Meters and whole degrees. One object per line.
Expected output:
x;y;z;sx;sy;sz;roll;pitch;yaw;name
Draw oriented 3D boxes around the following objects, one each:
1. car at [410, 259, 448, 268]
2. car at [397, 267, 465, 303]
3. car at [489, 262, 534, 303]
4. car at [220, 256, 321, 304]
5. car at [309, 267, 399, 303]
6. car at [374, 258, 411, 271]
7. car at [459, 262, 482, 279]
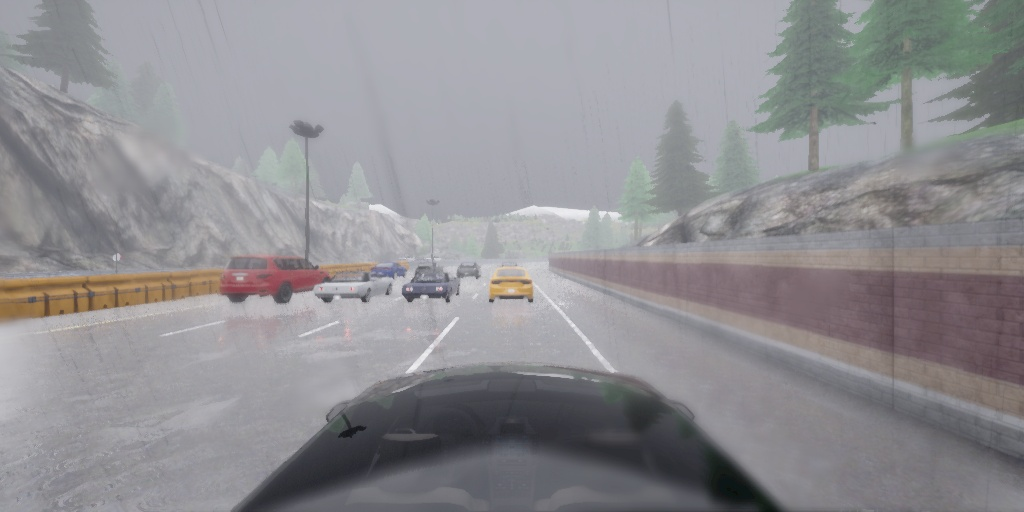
-7.244;1.264;31.609;1.837;1.490;4.892;0;0;-1;car
-3.554;1.363;16.685;1.895;1.301;4.718;0;0;-1;car
-0.054;1.232;16.699;1.882;1.535;5.008;0;0;-1;car
-10.554;1.005;16.596;2.150;2.045;5.566;0;0;-1;car
-7.054;1.363;16.640;1.895;1.301;4.718;0;0;-1;car
-10.743;1.232;31.565;1.882;1.535;5.008;0;0;-1;car
-3.744;1.242;31.654;2.128;1.511;4.902;0;0;-1;car
